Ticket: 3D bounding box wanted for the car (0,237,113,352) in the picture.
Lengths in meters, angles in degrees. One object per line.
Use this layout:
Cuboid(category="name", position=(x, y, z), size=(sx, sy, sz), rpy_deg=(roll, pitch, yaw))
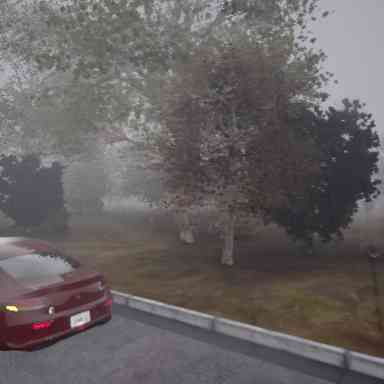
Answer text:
Cuboid(category="car", position=(-3.360, 1.523, 5.776), size=(4.674, 1.442, 1.812), rpy_deg=(0, 0, 36))
